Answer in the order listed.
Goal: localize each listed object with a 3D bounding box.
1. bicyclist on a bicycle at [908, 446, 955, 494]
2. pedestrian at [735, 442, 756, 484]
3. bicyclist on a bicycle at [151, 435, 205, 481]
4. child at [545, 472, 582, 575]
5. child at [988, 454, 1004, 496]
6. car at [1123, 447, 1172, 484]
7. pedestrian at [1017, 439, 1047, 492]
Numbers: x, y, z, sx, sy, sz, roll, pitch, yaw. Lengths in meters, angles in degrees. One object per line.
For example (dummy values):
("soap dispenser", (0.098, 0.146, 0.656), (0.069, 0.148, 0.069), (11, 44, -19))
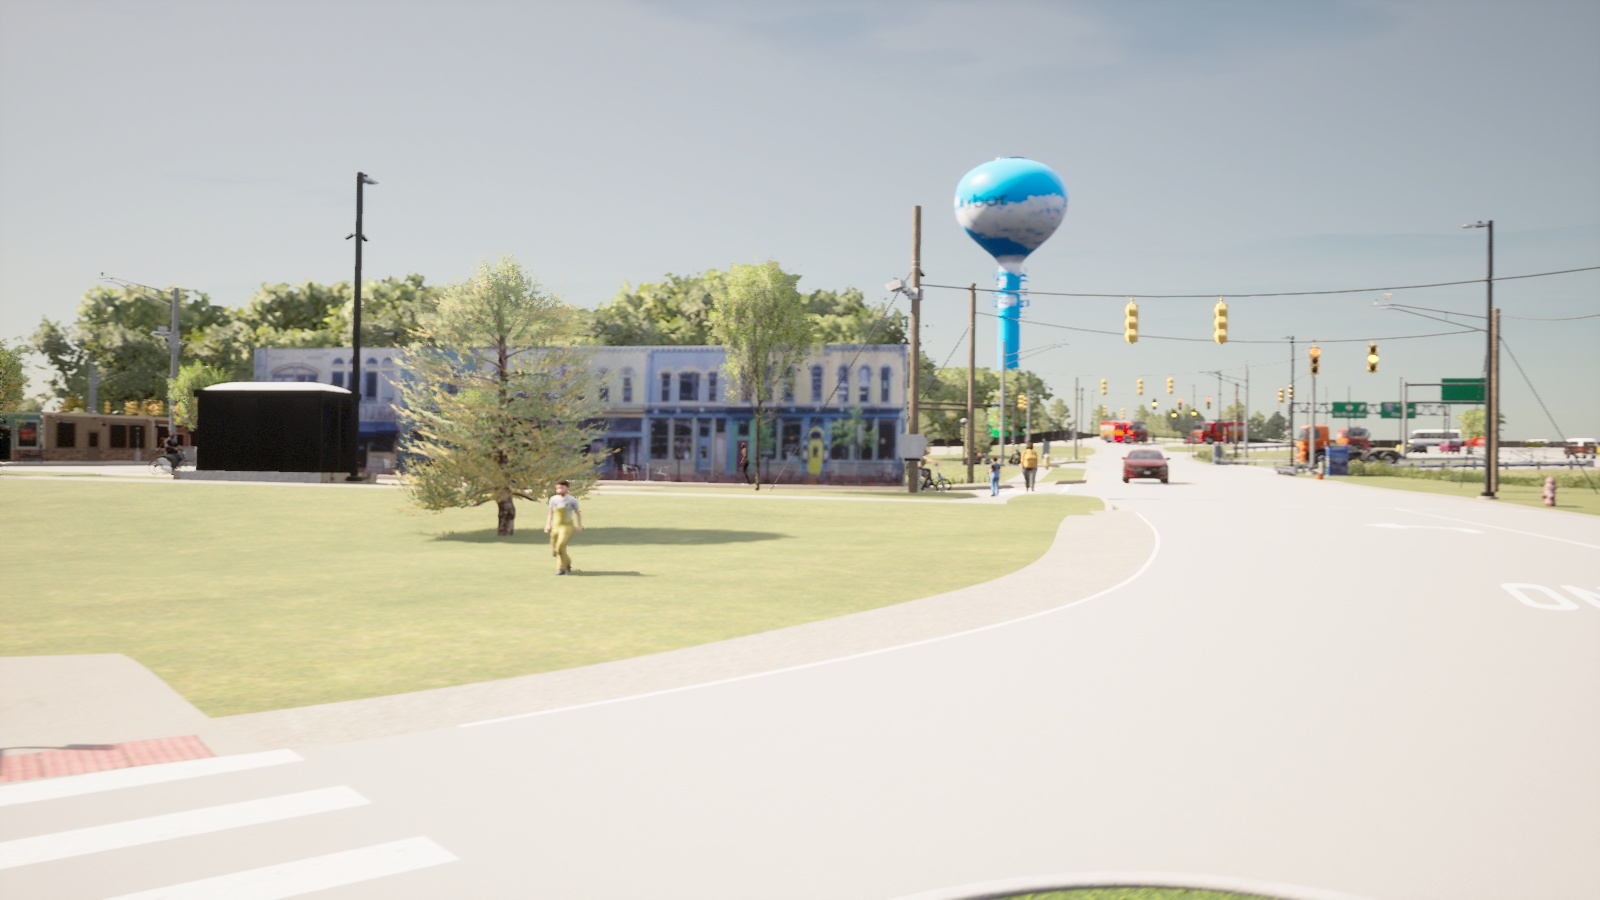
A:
("bicyclist on a bicycle", (4.505, 0.697, 43.206), (1.509, 1.612, 0.866), (0, -1, 0))
("pedestrian", (-2.341, 0.564, 53.924), (0.869, 1.805, 0.328), (1, -1, 9))
("bicyclist on a bicycle", (-24.371, 0.316, 49.190), (1.843, 1.776, 0.659), (1, -1, 11))
("child", (-2.951, 0.902, 15.689), (0.270, 1.263, 0.437), (0, -1, 17))
("child", (6.008, 0.759, 38.525), (0.270, 1.263, 0.437), (1, -1, -25))
("car", (15.350, 0.643, 55.627), (1.882, 1.535, 5.008), (0, 0, 13))
("pedestrian", (8.306, 0.558, 44.995), (0.874, 1.855, 0.900), (1, -1, -4))
